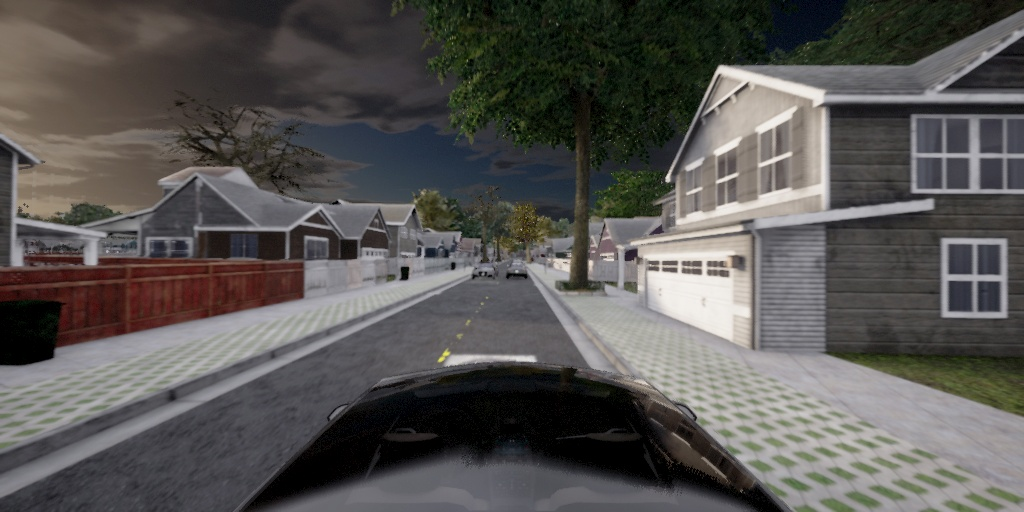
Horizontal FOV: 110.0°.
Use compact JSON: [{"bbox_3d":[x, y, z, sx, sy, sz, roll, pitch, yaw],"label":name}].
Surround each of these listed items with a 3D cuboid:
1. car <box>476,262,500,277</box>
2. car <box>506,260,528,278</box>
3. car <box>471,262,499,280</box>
[{"bbox_3d":[-2.314,1.308,35.661,1.994,1.385,4.181,1,0,1],"label":"car"},{"bbox_3d":[0.479,1.332,33.863,1.994,1.385,4.181,1,0,1],"label":"car"},{"bbox_3d":[-2.371,1.325,31.461,1.994,1.385,4.181,1,0,1],"label":"car"}]
